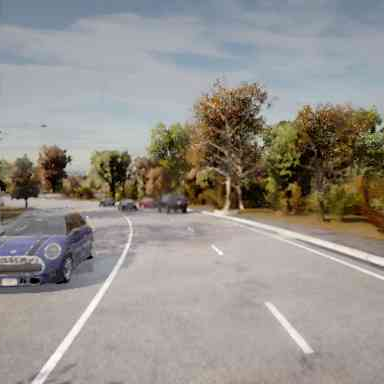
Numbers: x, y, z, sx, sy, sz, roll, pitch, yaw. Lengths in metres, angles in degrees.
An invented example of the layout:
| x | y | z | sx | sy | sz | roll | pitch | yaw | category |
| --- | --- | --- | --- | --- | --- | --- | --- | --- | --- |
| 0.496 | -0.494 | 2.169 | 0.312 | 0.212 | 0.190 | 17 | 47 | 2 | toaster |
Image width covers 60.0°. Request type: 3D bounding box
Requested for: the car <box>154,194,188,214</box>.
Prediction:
| x | y | z | sx | sy | sz | roll | pitch | yaw | category |
| --- | --- | --- | --- | --- | --- | --- | --- | --- | --- |
| -2.163 | 1.212 | 35.833 | 2.150 | 2.045 | 5.566 | -1 | 0 | -19 | car |

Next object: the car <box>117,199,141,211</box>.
| x | y | z | sx | sy | sz | roll | pitch | yaw | category |
| --- | --- | --- | --- | --- | --- | --- | --- | --- | --- |
| -8.312 | 1.633 | 42.741 | 1.812 | 1.442 | 4.674 | -2 | 0 | -21 | car |

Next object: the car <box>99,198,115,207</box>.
| x | y | z | sx | sy | sz | roll | pitch | yaw | category |
| --- | --- | --- | --- | --- | --- | --- | --- | --- | --- |
| -14.222 | 1.702 | 55.653 | 2.128 | 1.511 | 4.902 | -2 | 0 | -28 | car |

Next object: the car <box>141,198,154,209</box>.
| x | y | z | sx | sy | sz | roll | pitch | yaw | category |
| --- | --- | --- | --- | --- | --- | --- | --- | --- | --- |
| -6.394 | 1.560 | 47.307 | 1.812 | 1.442 | 4.674 | -2 | 1 | -23 | car |

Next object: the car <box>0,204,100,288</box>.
| x | y | z | sx | sy | sz | roll | pitch | yaw | category |
| --- | --- | --- | --- | --- | --- | --- | --- | --- | --- |
| -4.205 | 1.391 | 9.541 | 2.097 | 1.767 | 4.553 | -1 | 0 | -5 | car |
